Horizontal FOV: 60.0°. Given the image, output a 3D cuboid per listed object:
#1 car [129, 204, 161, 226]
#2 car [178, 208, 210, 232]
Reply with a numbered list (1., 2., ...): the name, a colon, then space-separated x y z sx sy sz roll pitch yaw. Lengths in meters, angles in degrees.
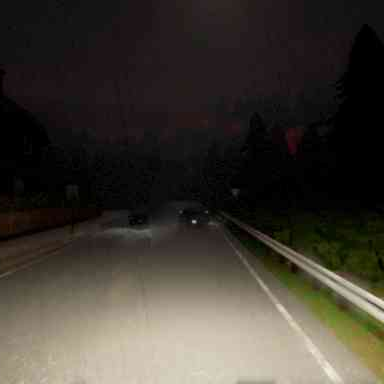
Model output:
1. car: -3.469 1.700 24.977 1.882 1.535 5.008 0 0 0
2. car: 0.127 1.715 21.346 1.994 1.385 4.181 0 0 0
